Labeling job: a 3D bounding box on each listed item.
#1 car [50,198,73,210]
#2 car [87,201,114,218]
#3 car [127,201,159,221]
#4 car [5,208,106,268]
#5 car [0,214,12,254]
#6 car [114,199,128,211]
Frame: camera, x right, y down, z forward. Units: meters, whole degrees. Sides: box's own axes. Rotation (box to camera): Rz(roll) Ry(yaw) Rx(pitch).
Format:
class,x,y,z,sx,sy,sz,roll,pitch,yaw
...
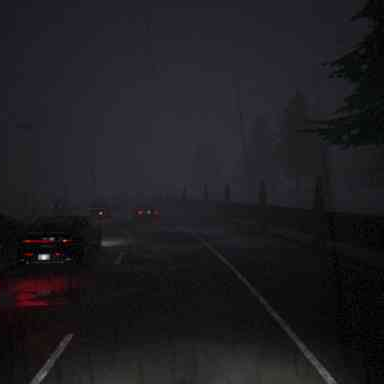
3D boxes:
class,x,y,z,sx,sy,sz,roll,pitch,yaw
car,-13.515,1.444,34.477,2.097,1.767,4.553,0,0,-20
car,-8.598,1.582,30.991,1.837,1.490,4.892,0,0,-18
car,-3.980,1.611,27.889,2.033,1.411,5.357,0,0,-15
car,-4.346,1.536,11.519,1.837,1.490,4.892,0,0,-7
car,-8.012,1.587,13.201,2.033,1.411,5.357,0,0,-8
car,-9.082,1.579,42.189,1.882,1.535,5.008,0,-1,-24
